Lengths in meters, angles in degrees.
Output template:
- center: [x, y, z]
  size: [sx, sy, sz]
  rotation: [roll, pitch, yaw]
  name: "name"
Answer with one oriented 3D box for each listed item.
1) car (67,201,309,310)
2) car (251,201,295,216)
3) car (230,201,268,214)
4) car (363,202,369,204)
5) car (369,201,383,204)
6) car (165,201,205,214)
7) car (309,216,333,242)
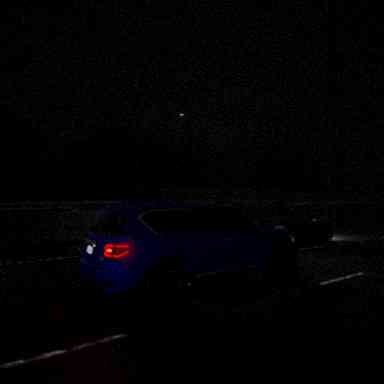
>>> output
- center: [0.162, 1.259, 8.151]
  size: [5.566, 2.045, 2.150]
  rotation: [1, 0, -35]
  name: "car"
- center: [8.872, 1.752, 36.134]
  size: [4.892, 1.490, 1.837]
  rotation: [1, 0, -35]
  name: "car"
- center: [6.668, 1.809, 38.859]
  size: [4.181, 1.385, 1.994]
  rotation: [1, -1, -35]
  name: "car"
- center: [33.286, 2.491, 62.064]
  size: [5.357, 1.411, 2.033]
  rotation: [2, -1, -36]
  name: "car"
- center: [33.507, 2.372, 57.924]
  size: [5.008, 1.535, 1.882]
  rotation: [1, -1, -35]
  name: "car"
- center: [-0.775, 1.735, 37.849]
  size: [4.181, 1.385, 1.994]
  rotation: [1, 0, -36]
  name: "car"
- center: [4.794, 1.661, 15.776]
  size: [4.181, 1.385, 1.994]
  rotation: [0, 0, -36]
  name: "car"
